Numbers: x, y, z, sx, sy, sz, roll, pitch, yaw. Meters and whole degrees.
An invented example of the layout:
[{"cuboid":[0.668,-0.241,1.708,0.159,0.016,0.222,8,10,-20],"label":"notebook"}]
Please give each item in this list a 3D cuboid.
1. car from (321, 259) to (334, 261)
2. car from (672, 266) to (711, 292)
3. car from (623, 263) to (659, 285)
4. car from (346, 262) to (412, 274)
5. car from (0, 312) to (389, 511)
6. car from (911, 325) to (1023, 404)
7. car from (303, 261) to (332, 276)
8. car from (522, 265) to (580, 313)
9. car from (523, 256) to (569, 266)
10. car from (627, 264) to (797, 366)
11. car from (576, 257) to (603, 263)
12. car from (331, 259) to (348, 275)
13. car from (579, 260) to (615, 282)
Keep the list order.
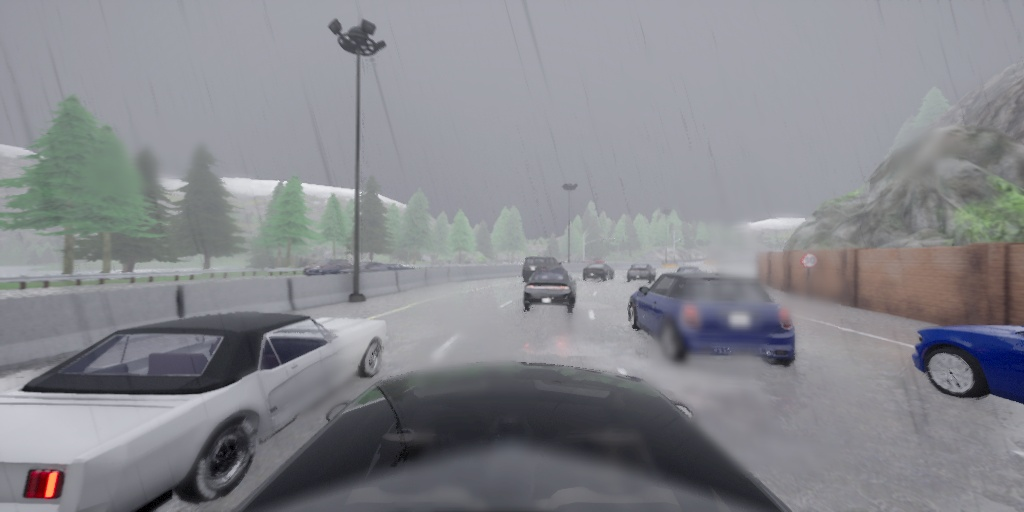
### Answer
[{"cuboid":[-17.721,1.056,34.711,2.097,1.767,4.553,0,0,23],"label":"car"},{"cuboid":[11.967,1.425,24.197,2.033,1.411,5.357,0,0,24],"label":"car"},{"cuboid":[10.630,1.370,29.291,2.128,1.511,4.902,0,0,27],"label":"car"},{"cuboid":[-9.531,1.289,27.153,2.033,1.411,5.357,0,0,19],"label":"car"},{"cuboid":[-3.188,1.336,4.350,1.895,1.301,4.718,0,0,2],"label":"car"},{"cuboid":[7.254,1.279,3.577,1.882,1.535,5.008,0,0,1],"label":"car"},{"cuboid":[-15.410,1.313,31.283,1.895,1.301,4.718,0,0,21],"label":"car"},{"cuboid":[1.637,1.280,14.384,2.128,1.511,4.902,0,0,12],"label":"car"},{"cuboid":[2.609,1.047,28.832,2.150,2.045,5.566,0,0,24],"label":"car"},{"cuboid":[4.183,1.144,8.349,2.097,1.767,4.553,0,0,6],"label":"car"},{"cuboid":[13.914,1.188,62.091,2.150,2.045,5.566,0,0,43],"label":"car"},{"cuboid":[-12.156,1.235,29.870,1.837,1.490,4.892,0,0,21],"label":"car"},{"cuboid":[7.526,1.336,30.888,1.882,1.535,5.008,0,0,27],"label":"car"}]
